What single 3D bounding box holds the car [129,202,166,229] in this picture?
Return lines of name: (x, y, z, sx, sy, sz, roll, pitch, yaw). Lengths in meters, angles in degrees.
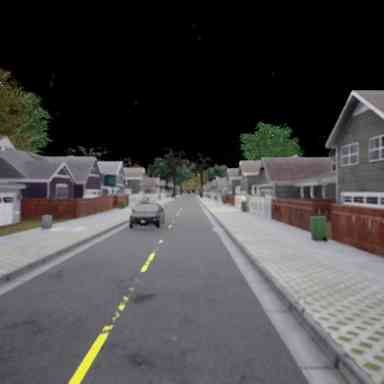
car: (-2.794, 1.427, 21.536, 1.882, 1.535, 5.008, 0, 0, 0)
